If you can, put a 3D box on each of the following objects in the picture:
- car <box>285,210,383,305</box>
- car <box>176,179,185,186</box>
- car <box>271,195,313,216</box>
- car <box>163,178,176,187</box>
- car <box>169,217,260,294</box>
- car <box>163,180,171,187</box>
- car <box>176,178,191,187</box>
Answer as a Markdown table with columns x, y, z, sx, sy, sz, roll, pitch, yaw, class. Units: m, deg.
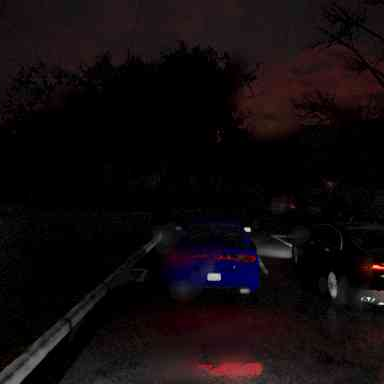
| x | y | z | sx | sy | sz | roll | pitch | yaw | class |
| --- | --- | --- | --- | --- | --- | --- | --- | --- | --- |
| 3.762 | 1.433 | 7.906 | 1.837 | 1.490 | 4.892 | 0 | 1 | 3 | car |
| -3.036 | -2.299 | 83.790 | 2.097 | 1.767 | 4.553 | 0 | 1 | -4 | car |
| 7.283 | 0.895 | 23.959 | 2.033 | 1.411 | 5.357 | 2 | 4 | 31 | car |
| -4.857 | -2.106 | 73.552 | 2.150 | 2.045 | 5.566 | -1 | 2 | -9 | car |
| 0.560 | 1.385 | 8.689 | 1.882 | 1.535 | 5.008 | 0 | 1 | 3 | car |
| -6.306 | -2.121 | 83.867 | 2.128 | 1.511 | 4.902 | 0 | 1 | -4 | car |
| -1.507 | -2.110 | 73.247 | 2.150 | 2.045 | 5.566 | -1 | 2 | -9 | car |
